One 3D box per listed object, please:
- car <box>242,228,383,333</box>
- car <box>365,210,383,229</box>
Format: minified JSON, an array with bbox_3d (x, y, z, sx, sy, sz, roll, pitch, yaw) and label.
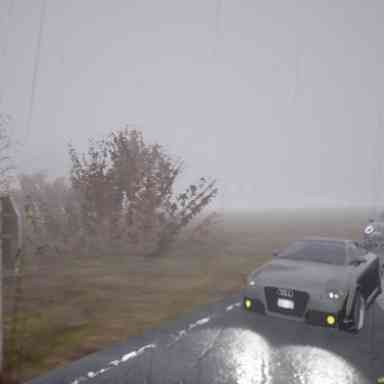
[{"bbox_3d":[2.784,1.704,7.156,1.994,1.385,4.181,-2,-2,38],"label":"car"},{"bbox_3d":[9.266,1.572,14.940,2.097,1.767,4.553,-2,-2,40],"label":"car"}]
